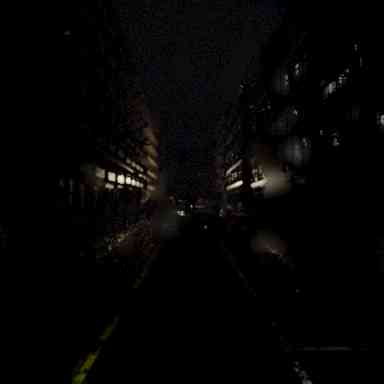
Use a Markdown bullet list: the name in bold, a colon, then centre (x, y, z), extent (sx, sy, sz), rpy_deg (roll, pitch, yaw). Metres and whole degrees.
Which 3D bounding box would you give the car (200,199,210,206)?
- **car**: centre (2.587, 2.148, 68.318), extent (1.887, 1.381, 4.507), rpy_deg (1, -1, 0)

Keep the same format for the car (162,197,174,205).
- **car**: centre (-5.288, 1.978, 73.913), extent (2.192, 1.841, 5.009), rpy_deg (1, -1, 0)

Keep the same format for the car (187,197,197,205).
- **car**: centre (0.003, 1.881, 69.909), extent (2.097, 1.767, 4.553), rpy_deg (0, -1, 0)

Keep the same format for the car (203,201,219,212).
- **car**: centre (2.586, 1.933, 46.197), extent (2.008, 1.369, 4.403), rpy_deg (1, -1, 0)

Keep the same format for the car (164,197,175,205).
- **car**: centre (-5.288, 2.038, 79.442), extent (2.192, 1.841, 5.009), rpy_deg (1, -1, 0)

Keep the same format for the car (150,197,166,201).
- **car**: centre (-5.288, 1.698, 46.263), extent (2.192, 1.841, 5.009), rpy_deg (2, -1, 0)

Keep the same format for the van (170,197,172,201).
- **van**: centre (-5.289, 1.886, 62.853), extent (1.690, 1.788, 3.998), rpy_deg (1, -1, 0)

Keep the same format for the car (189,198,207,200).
- **car**: centre (0.827, 1.739, 35.408), extent (1.801, 1.575, 5.366), rpy_deg (0, -1, 0)

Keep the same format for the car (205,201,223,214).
- **car**: centre (2.586, 1.877, 40.666), extent (1.887, 1.381, 4.507), rpy_deg (1, -1, 0)

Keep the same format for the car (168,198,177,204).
- **car**: centre (-5.294, 2.414, 90.502), extent (1.947, 1.339, 4.313), rpy_deg (1, -1, 0)

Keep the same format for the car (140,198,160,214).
- **car**: centre (-5.294, 1.856, 40.560), extent (1.752, 1.417, 4.829), rpy_deg (2, -1, 0)

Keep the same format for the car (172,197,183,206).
- **car**: centre (-2.747, 2.105, 70.426), extent (1.837, 1.490, 4.892), rpy_deg (0, -1, 0)

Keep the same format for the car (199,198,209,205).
- **car**: centre (2.597, 2.103, 73.851), extent (1.967, 1.590, 4.097), rpy_deg (1, -1, 0)

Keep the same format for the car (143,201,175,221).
- **car**: centre (-2.845, 1.796, 29.572), extent (1.994, 1.385, 4.181), rpy_deg (0, 0, 0)

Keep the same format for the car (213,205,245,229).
- **car**: centre (2.586, 1.712, 24.247), extent (1.752, 1.417, 4.829), rpy_deg (1, 0, 0)

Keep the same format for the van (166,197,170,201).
- **van**: centre (-5.288, 1.829, 57.321), extent (1.690, 1.788, 3.998), rpy_deg (2, -1, 0)

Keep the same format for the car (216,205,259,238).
- **car**: centre (2.586, 1.685, 18.545), extent (1.887, 1.381, 4.507), rpy_deg (1, 0, 0)

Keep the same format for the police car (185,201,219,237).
- **police car**: centre (0.710, 1.572, 19.320), extent (1.930, 1.638, 5.238), rpy_deg (0, 0, 0)

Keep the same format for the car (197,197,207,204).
- **car**: centre (2.558, 2.099, 84.913), extent (2.192, 1.841, 5.009), rpy_deg (1, -1, 0)

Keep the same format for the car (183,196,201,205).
- **car**: centre (0.002, 1.687, 54.965), extent (2.150, 2.045, 5.566), rpy_deg (0, -1, 0)
